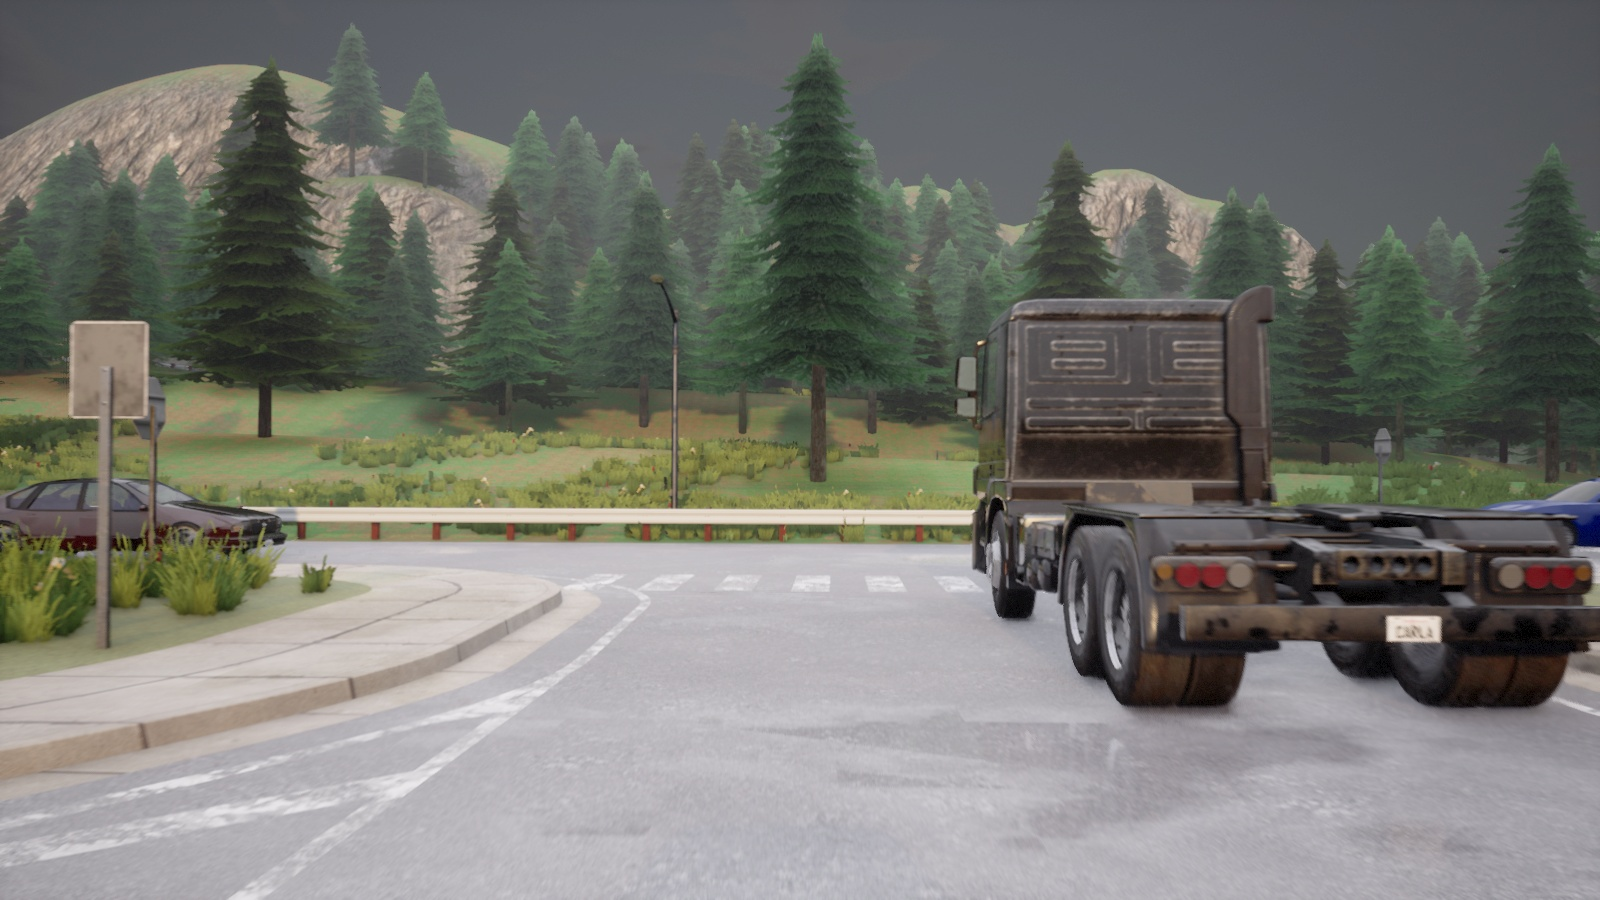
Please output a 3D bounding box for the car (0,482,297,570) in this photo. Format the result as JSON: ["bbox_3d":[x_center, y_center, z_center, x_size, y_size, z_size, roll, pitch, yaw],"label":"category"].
[{"bbox_3d":[-11.701,1.269,21.523,5.357,1.411,2.033,0,-1,1],"label":"car"}]

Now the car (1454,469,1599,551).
[{"bbox_3d":[15.829,1.141,24.607,5.008,1.535,1.882,0,-1,1],"label":"car"}]

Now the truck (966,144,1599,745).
[{"bbox_3d":[3.470,0.009,11.228,2.891,3.462,7.936,0,-1,0],"label":"truck"}]
